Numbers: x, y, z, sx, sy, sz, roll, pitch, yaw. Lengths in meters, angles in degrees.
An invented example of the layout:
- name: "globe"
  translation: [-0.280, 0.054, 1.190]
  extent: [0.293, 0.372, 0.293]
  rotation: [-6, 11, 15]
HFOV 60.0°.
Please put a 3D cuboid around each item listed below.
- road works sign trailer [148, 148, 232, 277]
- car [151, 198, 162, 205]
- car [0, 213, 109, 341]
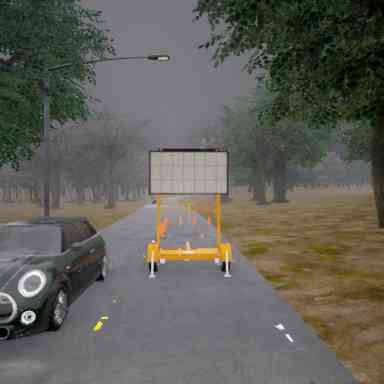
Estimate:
- name: "road works sign trailer"
  translation: [-0.099, 0.474, 10.234]
  extent: [2.380, 3.560, 2.880]
  rotation: [0, 0, -2]
- name: "car"
  translation: [-6.610, 1.804, 62.220]
  extent: [1.895, 1.301, 4.718]
  rotation: [0, 0, -5]
- name: "car"
  translation: [-3.198, 1.356, 6.809]
  extent: [2.097, 1.767, 4.553]
  rotation: [0, 0, -1]
